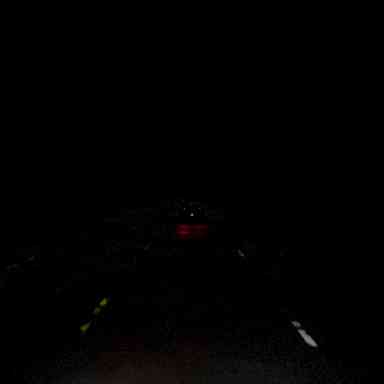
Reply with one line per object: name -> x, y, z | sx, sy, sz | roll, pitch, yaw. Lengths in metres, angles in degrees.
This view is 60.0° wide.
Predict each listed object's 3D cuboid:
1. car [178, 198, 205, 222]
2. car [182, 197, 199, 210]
car -> -0.007, 1.362, 25.217 | 2.128, 1.511, 4.902 | 0, 0, 0
car -> -0.182, 1.407, 41.266 | 1.994, 1.385, 4.181 | 0, 0, -1
